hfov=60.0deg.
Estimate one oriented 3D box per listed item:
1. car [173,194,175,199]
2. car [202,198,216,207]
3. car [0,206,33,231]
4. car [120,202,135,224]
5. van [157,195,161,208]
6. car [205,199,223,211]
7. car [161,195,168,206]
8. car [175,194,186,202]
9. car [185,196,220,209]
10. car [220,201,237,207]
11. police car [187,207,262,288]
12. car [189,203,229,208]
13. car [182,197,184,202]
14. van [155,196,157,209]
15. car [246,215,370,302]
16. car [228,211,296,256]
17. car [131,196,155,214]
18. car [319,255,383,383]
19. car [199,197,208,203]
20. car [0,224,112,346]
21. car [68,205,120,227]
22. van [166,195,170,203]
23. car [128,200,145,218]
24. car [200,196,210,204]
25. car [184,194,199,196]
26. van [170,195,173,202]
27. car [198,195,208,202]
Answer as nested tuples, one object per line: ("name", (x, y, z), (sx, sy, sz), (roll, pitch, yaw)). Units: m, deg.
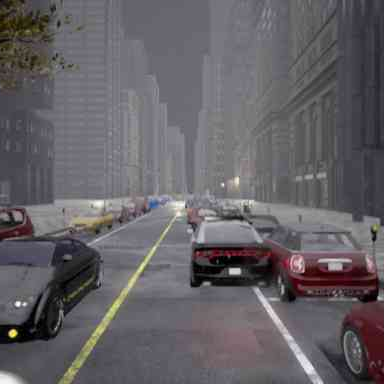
("car", (-5.863, 1.772, 81.944), (1.752, 1.417, 4.829), (0, 0, 0))
("car", (2.696, 1.699, 53.747), (1.887, 1.381, 4.507), (0, 0, 0))
("car", (-5.774, 1.337, 8.308), (2.192, 1.841, 5.009), (0, 0, 0))
("car", (-5.794, 1.652, 25.340), (1.802, 1.307, 4.206), (0, 0, 0))
("van", (-5.822, 1.478, 48.051), (1.690, 1.788, 3.998), (0, 0, 0))
("car", (2.710, 1.671, 42.392), (2.008, 1.369, 4.403), (0, 0, 0))
("car", (-5.836, 1.755, 59.405), (1.802, 1.307, 4.206), (0, 0, 0))
("car", (-3.104, 1.769, 86.451), (1.837, 1.490, 4.892), (0, -1, 0))
("car", (0.699, 1.418, 25.341), (2.097, 1.767, 4.553), (0, 0, 0))
("car", (2.731, 1.621, 25.359), (2.008, 1.369, 4.403), (0, 0, 0))
("police car", (0.888, 1.451, 9.490), (1.930, 1.638, 5.238), (0, 0, 0))
("car", (0.877, 1.579, 19.380), (1.812, 1.442, 4.674), (0, 0, 0))
("car", (-0.028, 1.733, 46.452), (1.895, 1.301, 4.718), (0, 0, 1))
("van", (-5.815, 1.461, 42.373), (1.690, 1.788, 3.998), (0, 0, 0))
("car", (2.751, 1.462, 8.327), (1.967, 1.590, 4.097), (0, 0, 0))
("car", (2.745, 1.604, 14.004), (1.947, 1.339, 4.313), (0, 0, 0))
("car", (-5.808, 1.418, 36.696), (2.192, 1.841, 5.009), (0, 0, 0))
("car", (2.758, 1.589, 2.649), (1.802, 1.307, 4.206), (0, 0, 0))
("car", (2.669, 1.810, 76.457), (1.802, 1.307, 4.206), (0, 0, 0))
("car", (-3.109, 1.581, 6.421), (1.994, 1.385, 4.181), (0, 0, 0))
("car", (-5.787, 1.579, 19.493), (1.752, 1.417, 4.829), (0, 0, 0))
("van", (-5.843, 1.532, 65.083), (1.690, 1.788, 3.998), (0, 0, 0))
("car", (-5.801, 1.668, 31.018), (1.802, 1.307, 4.206), (0, 0, 0))
("car", (2.675, 1.650, 70.780), (1.967, 1.590, 4.097), (0, 0, 0))
("car", (-0.075, 1.658, 61.834), (1.882, 1.535, 5.008), (0, 0, 0))
("van", (-5.857, 1.569, 76.438), (1.690, 1.788, 3.998), (0, 0, 0))
("car", (2.661, 1.562, 82.136), (2.192, 1.841, 5.009), (0, 0, 0))
